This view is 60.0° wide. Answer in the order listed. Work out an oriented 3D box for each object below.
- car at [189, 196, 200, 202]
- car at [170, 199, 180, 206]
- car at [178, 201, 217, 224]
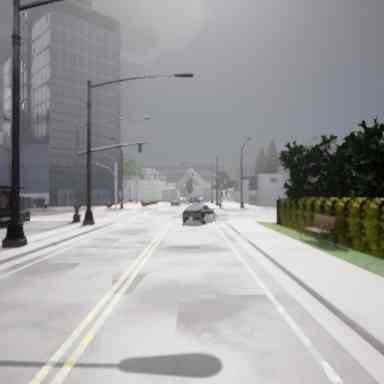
[{"bbox_3d":[0.706,2.184,90.326,2.150,2.045,5.566,0,-1,12],"label":"car"},{"bbox_3d":[-3.537,2.234,70.280,1.882,1.535,5.008,0,-1,0],"label":"car"},{"bbox_3d":[0.683,1.814,28.246,1.837,1.490,4.892,-1,0,18],"label":"car"}]
